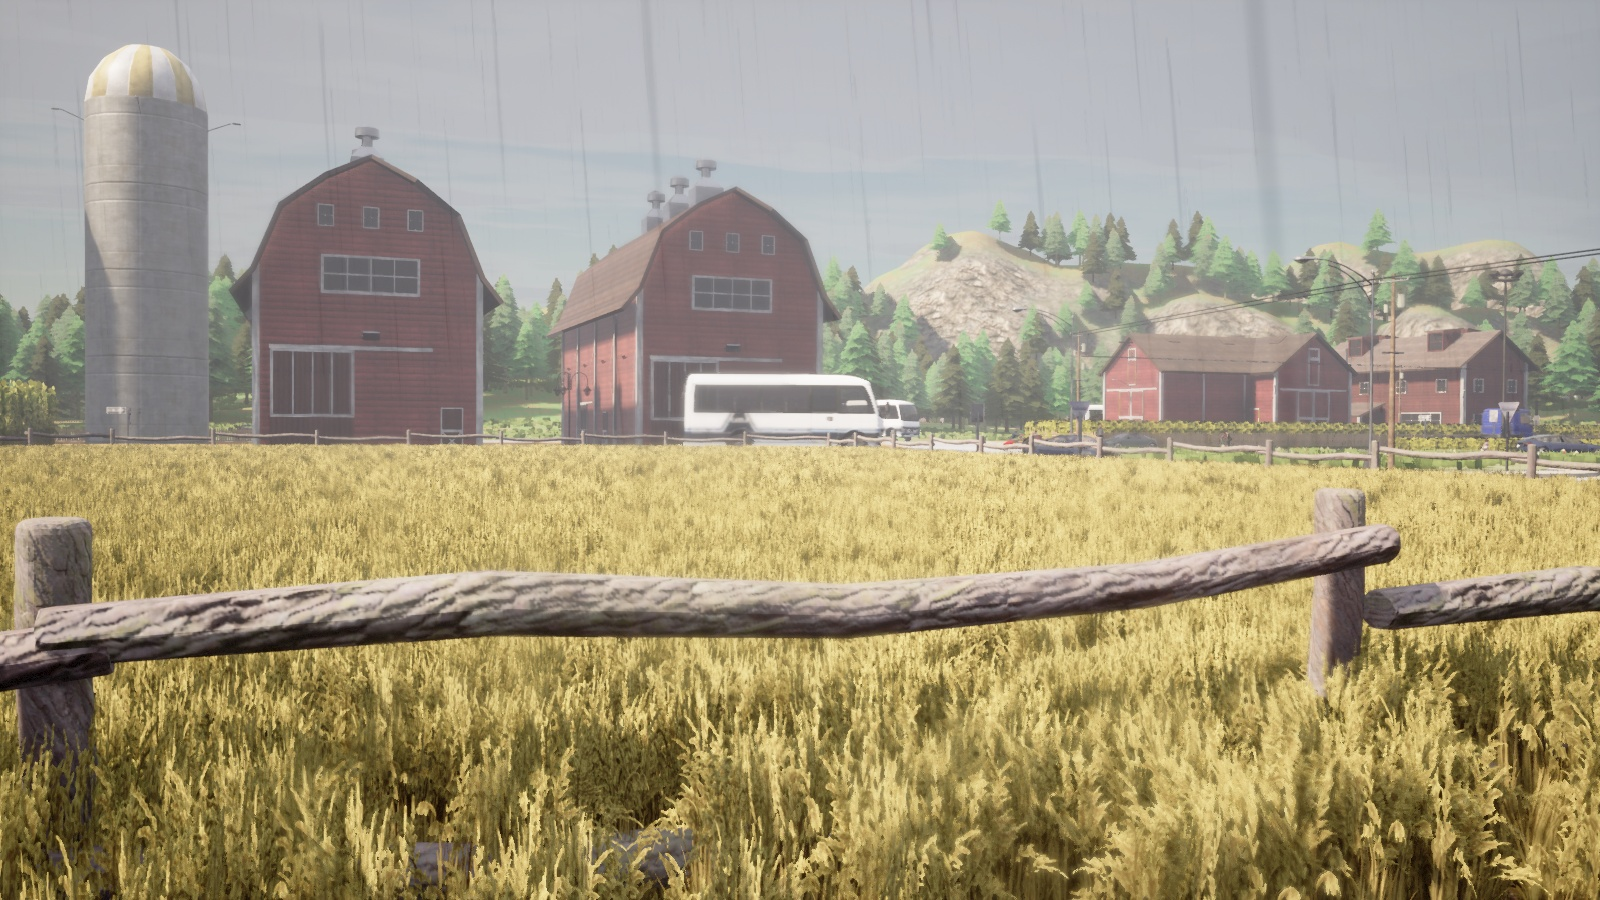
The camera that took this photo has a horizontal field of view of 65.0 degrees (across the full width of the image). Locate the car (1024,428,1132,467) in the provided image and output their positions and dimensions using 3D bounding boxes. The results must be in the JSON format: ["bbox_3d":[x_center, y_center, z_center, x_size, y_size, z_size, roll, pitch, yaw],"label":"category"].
[{"bbox_3d":[10.494,-0.111,47.635,1.994,1.385,4.181,-1,1,-21],"label":"car"}]

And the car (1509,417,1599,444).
[{"bbox_3d":[44.376,-1.125,73.278,4.792,1.488,2.163,-1,1,8],"label":"car"}]

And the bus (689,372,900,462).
[{"bbox_3d":[-0.259,-1.680,63.601,10.273,4.253,3.944,-1,1,0],"label":"bus"}]

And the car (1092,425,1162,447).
[{"bbox_3d":[22.470,-0.973,86.350,4.181,1.385,1.994,-1,1,-18],"label":"car"}]
